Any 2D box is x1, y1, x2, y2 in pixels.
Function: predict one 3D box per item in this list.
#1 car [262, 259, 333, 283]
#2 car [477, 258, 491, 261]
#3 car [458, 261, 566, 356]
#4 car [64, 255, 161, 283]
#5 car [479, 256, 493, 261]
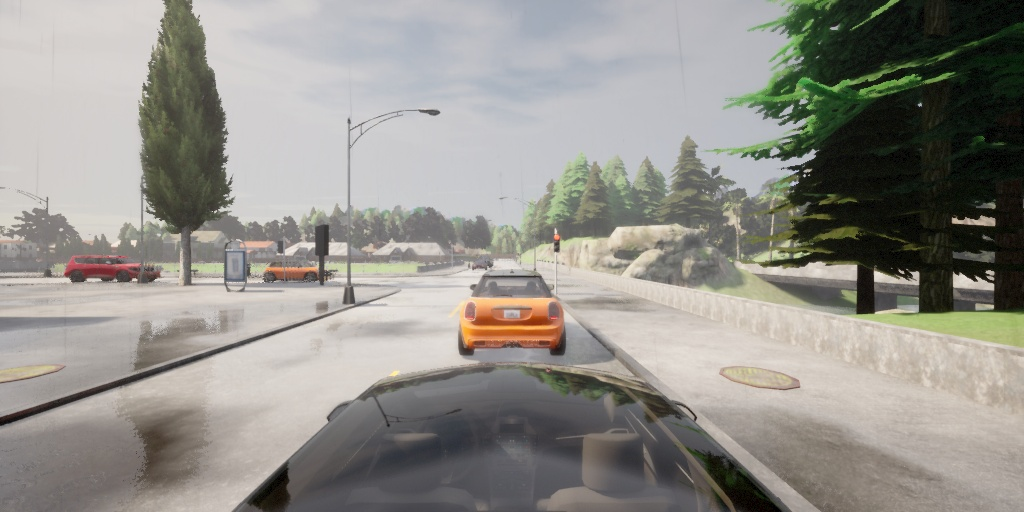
[{"bbox_3d":[-16.048,1.101,27.087,4.553,1.767,2.097,0,0,-1],"label":"car"},{"bbox_3d":[-4.541,1.314,51.212,1.994,1.385,4.181,0,0,0],"label":"car"},{"bbox_3d":[-0.001,1.102,8.805,2.097,1.767,4.553,0,0,0],"label":"car"},{"bbox_3d":[-29.905,0.970,26.934,5.566,2.045,2.150,0,0,-1],"label":"car"},{"bbox_3d":[-4.612,0.971,60.808,2.150,2.045,5.566,0,0,0],"label":"car"}]
